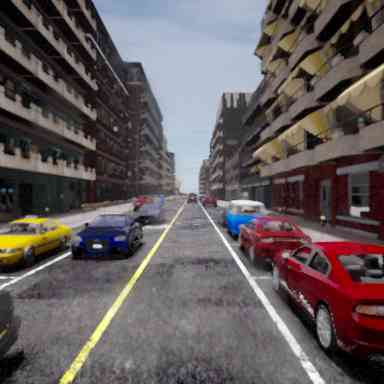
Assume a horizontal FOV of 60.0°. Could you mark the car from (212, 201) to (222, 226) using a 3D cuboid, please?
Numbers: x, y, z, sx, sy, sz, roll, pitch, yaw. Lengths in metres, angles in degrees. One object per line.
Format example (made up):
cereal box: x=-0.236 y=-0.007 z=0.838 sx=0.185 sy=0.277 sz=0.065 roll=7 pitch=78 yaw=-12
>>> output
car: x=2.721 y=1.564 z=22.988 sx=2.008 sy=1.369 sz=4.403 roll=1 pitch=0 yaw=0

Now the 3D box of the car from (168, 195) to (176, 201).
car: x=-5.593 y=1.612 z=85.108 sx=1.752 sy=1.417 sz=4.829 roll=0 pitch=0 yaw=0

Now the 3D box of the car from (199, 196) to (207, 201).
car: x=2.787 y=1.661 z=85.269 sx=1.947 sy=1.339 sz=4.313 roll=0 pitch=0 yaw=0

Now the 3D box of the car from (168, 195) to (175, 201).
car: x=-5.586 y=1.624 z=90.771 sx=1.752 sy=1.417 sz=4.829 roll=0 pitch=0 yaw=0

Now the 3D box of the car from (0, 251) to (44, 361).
car: x=-3.098 y=1.545 z=1.910 sx=2.033 sy=1.411 sz=5.357 roll=0 pitch=0 yaw=0

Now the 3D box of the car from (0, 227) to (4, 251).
car: x=-5.677 y=1.541 z=6.010 sx=1.887 sy=1.381 sz=4.507 roll=1 pitch=0 yaw=0

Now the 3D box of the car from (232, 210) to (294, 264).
car: x=2.710 y=1.551 z=11.662 sx=1.887 sy=1.381 sz=4.507 roll=1 pitch=0 yaw=0

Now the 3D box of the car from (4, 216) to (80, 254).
car: x=-5.671 y=1.524 z=11.501 sx=1.752 sy=1.417 sz=4.829 roll=1 pitch=0 yaw=0

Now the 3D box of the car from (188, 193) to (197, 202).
car: x=0.086 y=1.202 z=79.579 sx=2.150 sy=2.045 sz=5.566 roll=0 pitch=0 yaw=0

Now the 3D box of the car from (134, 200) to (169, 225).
car: x=-2.975 y=1.556 z=24.519 sx=2.033 sy=1.411 sz=5.357 roll=0 pitch=0 yaw=0

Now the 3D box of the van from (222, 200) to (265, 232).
van: x=2.717 y=1.350 z=17.326 sx=1.690 sy=1.788 sz=3.998 roll=1 pitch=0 yaw=0

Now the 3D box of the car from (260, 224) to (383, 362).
car: x=2.703 y=1.549 z=6.001 sx=1.887 sy=1.381 sz=4.507 roll=1 pitch=0 yaw=0

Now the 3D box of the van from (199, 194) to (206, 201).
van: x=2.796 y=1.448 z=90.932 sx=1.690 sy=1.788 sz=3.998 roll=0 pitch=0 yaw=0

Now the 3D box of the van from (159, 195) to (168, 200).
van: x=-5.620 y=1.381 z=56.968 sx=1.690 sy=1.788 sz=3.998 roll=1 pitch=0 yaw=0

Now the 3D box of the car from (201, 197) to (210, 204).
car: x=2.770 y=1.646 z=68.283 sx=1.802 sy=1.307 sz=4.206 roll=0 pitch=0 yaw=0

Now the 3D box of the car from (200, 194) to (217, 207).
car: x=2.754 y=1.355 z=51.298 sx=2.192 sy=1.841 sz=5.009 roll=0 pitch=0 yaw=0

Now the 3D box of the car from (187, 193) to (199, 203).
car: x=0.077 y=1.413 z=69.513 sx=2.097 sy=1.767 sz=4.553 roll=0 pitch=0 yaw=0

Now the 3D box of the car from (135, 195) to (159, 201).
car: x=-5.638 y=1.335 z=39.982 sx=2.192 sy=1.841 sz=5.009 roll=1 pitch=0 yaw=0

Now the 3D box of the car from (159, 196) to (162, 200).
car: x=-5.634 y=1.577 z=45.643 sx=2.008 sy=1.369 sz=4.403 roll=1 pitch=0 yaw=0

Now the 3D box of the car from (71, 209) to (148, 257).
car: x=-3.076 y=1.565 z=12.809 sx=1.994 sy=1.385 sz=4.181 roll=0 pitch=0 yaw=0
